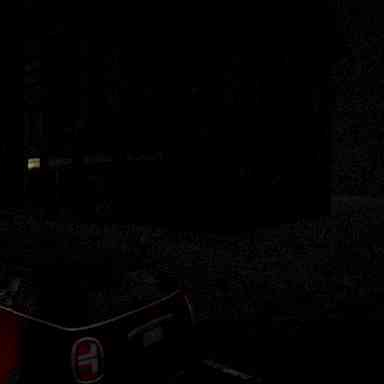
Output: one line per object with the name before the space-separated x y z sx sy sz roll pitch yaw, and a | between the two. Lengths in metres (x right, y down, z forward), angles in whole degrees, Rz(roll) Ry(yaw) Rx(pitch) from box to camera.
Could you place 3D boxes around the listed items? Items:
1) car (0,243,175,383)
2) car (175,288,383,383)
car | -1.962 1.414 4.357 4.097 1.590 1.967 0 0 35
car | 2.600 1.326 1.105 5.009 1.841 2.192 0 0 35
